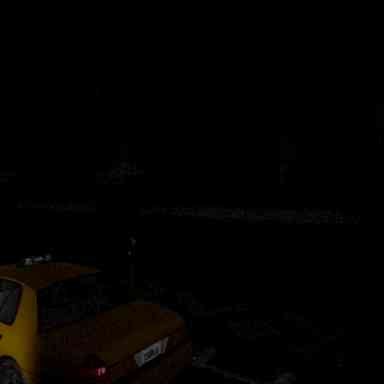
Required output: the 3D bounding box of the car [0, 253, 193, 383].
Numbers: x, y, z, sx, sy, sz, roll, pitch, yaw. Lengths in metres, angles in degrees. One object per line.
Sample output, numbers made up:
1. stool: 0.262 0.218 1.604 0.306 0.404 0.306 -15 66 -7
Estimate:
1. car: -2.271 1.525 4.578 4.829 1.417 1.752 0 0 35
